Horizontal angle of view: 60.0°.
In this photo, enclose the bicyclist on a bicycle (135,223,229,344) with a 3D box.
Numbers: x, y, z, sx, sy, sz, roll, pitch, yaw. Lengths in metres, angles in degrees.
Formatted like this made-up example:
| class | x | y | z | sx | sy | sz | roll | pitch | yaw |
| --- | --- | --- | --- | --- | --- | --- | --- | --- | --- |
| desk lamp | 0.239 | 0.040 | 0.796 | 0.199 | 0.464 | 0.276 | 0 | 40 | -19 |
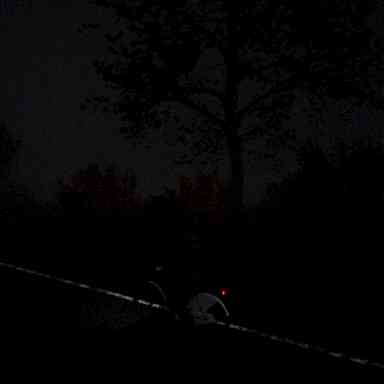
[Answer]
| class | x | y | z | sx | sy | sz | roll | pitch | yaw |
| --- | --- | --- | --- | --- | --- | --- | --- | --- | --- |
| bicyclist on a bicycle | -0.241 | 1.355 | 5.228 | 1.843 | 1.776 | 0.659 | 1 | 0 | 35 |
